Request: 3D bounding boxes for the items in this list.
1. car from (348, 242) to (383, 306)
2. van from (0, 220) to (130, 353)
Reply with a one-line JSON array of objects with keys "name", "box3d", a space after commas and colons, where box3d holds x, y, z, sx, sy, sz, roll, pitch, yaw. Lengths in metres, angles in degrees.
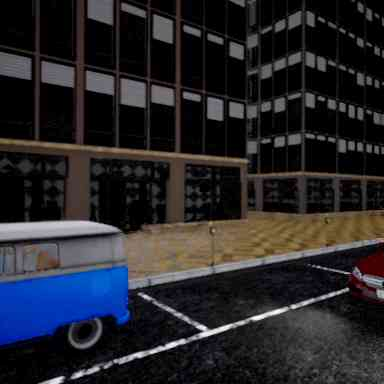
[{"name": "car", "box3d": [5.263, 1.525, 7.108, 4.674, 1.442, 1.812, 0, 0, -35]}, {"name": "van", "box3d": [-2.841, 1.341, 4.526, 3.998, 1.788, 1.690, 0, 0, -35]}]
